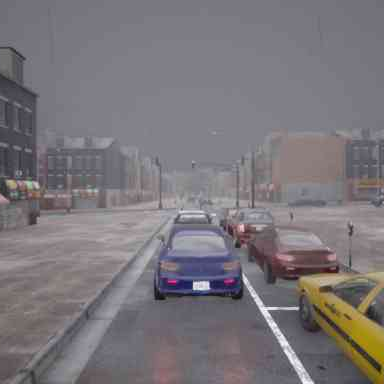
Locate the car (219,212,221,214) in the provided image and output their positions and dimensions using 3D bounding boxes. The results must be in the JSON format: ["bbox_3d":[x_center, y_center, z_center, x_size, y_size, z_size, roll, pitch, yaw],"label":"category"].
[{"bbox_3d":[2.592,1.591,20.222,1.802,1.307,4.206,0,0,0],"label":"car"}]

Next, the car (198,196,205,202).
[{"bbox_3d":[2.438,1.811,90.148,1.752,1.417,4.829,-1,0,0],"label":"car"}]

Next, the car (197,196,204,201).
[{"bbox_3d":[2.426,1.843,95.551,1.752,1.417,4.829,-1,0,0],"label":"car"}]

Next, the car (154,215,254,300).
[{"bbox_3d":[0.086,1.526,8.294,1.812,1.442,4.674,0,0,-2],"label":"car"}]

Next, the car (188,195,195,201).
[{"bbox_3d":[-0.198,1.659,93.036,1.812,1.442,4.674,0,0,0],"label":"car"}]

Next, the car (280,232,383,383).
[{"bbox_3d":[2.627,1.525,3.992,1.752,1.417,4.829,0,0,0],"label":"car"}]

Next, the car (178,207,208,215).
[{"bbox_3d":[0.053,1.605,15.718,1.895,1.301,4.718,0,0,0],"label":"car"}]

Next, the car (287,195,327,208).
[{"bbox_3d":[14.057,1.138,40.755,4.674,1.442,1.812,-1,0,1],"label":"car"}]

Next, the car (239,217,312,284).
[{"bbox_3d":[2.616,1.582,9.289,1.802,1.307,4.206,0,0,0],"label":"car"}]

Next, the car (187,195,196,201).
[{"bbox_3d":[-0.175,1.734,82.615,1.837,1.490,4.892,0,0,0],"label":"car"}]

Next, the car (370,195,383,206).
[{"bbox_3d":[24.477,0.848,40.799,4.892,1.490,1.837,-2,0,0],"label":"car"}]

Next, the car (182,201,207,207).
[{"bbox_3d":[-0.028,1.619,25.809,1.895,1.301,4.718,0,0,0],"label":"car"}]

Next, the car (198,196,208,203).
[{"bbox_3d":[2.473,1.635,73.772,1.967,1.590,4.097,-1,0,0],"label":"car"}]

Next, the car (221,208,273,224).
[{"bbox_3d":[2.603,1.444,14.756,1.967,1.590,4.097,0,0,0],"label":"car"}]

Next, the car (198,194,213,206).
[{"bbox_3d":[2.508,1.559,57.565,1.967,1.590,4.097,-1,0,0],"label":"car"}]
